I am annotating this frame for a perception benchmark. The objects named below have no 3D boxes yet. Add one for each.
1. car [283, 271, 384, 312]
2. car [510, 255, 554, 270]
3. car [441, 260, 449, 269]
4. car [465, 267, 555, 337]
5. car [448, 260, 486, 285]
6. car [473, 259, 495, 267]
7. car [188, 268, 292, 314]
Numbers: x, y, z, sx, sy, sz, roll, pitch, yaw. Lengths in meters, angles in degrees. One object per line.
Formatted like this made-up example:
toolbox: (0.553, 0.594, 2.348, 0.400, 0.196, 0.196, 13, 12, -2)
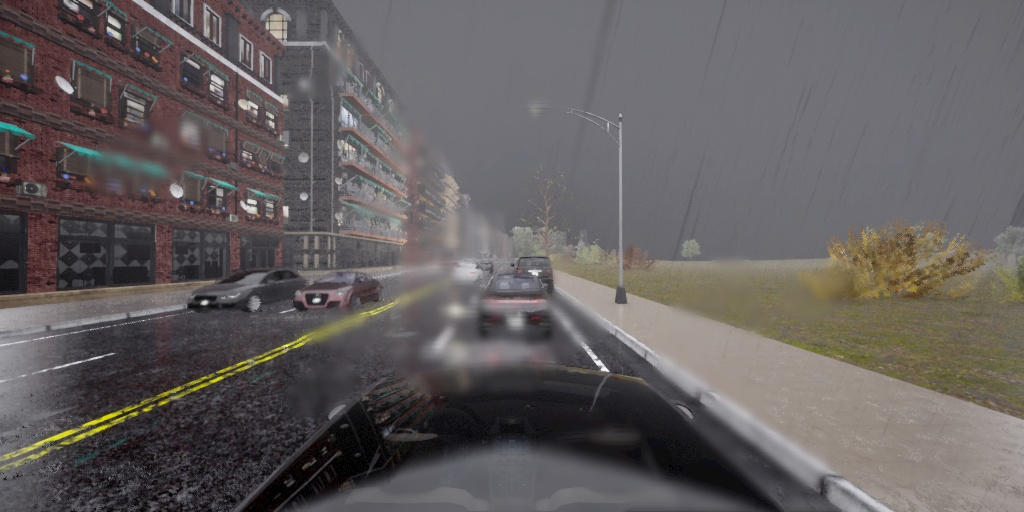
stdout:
car: (-6.610, 1.315, 14.125, 1.994, 1.385, 4.181, 0, 0, 0)
car: (1.120, 0.977, 20.174, 2.150, 2.045, 5.566, 0, 0, 0)
car: (-9.892, 1.351, 56.191, 1.895, 1.301, 4.718, 0, 0, 0)
car: (0.092, 1.243, 10.303, 2.128, 1.511, 4.902, 0, 0, 0)
car: (-3.173, 1.278, 26.116, 1.812, 1.442, 4.674, 0, 0, 0)
car: (-3.194, 1.239, 43.876, 2.128, 1.511, 4.902, 0, 0, 0)
car: (-9.862, 1.256, 13.943, 1.837, 1.490, 4.892, 0, 0, 0)
